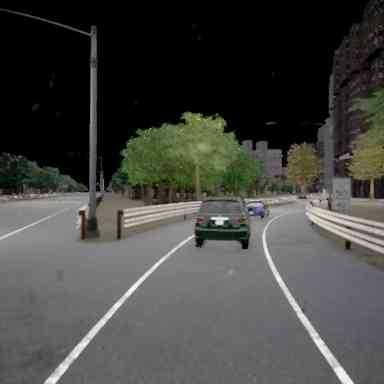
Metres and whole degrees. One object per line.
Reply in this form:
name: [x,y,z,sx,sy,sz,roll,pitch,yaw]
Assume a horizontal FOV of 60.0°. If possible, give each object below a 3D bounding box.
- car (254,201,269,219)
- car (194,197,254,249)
car: [5.692,1.556,29.438,1.812,1.442,4.674,0,0,20]
car: [1.537,1.231,15.007,2.150,2.045,5.566,0,0,11]
